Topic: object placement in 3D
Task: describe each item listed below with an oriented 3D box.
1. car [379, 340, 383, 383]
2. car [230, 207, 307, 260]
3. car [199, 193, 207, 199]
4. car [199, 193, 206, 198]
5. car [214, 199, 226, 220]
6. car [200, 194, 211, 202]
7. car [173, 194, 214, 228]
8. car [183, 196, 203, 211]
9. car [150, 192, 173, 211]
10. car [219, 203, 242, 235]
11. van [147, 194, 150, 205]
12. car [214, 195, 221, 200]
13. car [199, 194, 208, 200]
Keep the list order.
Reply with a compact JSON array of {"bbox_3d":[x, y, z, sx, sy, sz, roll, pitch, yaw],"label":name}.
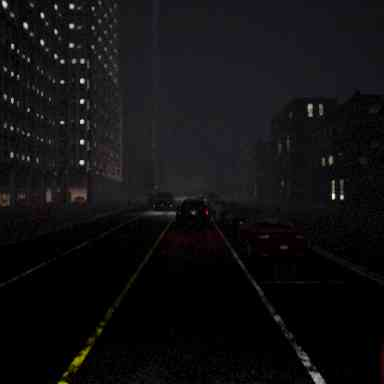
[{"bbox_3d":[2.706,1.310,0.918,2.192,1.841,5.009,1,0,0],"label":"car"},{"bbox_3d":[2.703,1.479,12.012,1.887,1.381,4.507,1,0,0],"label":"car"},{"bbox_3d":[2.709,1.064,82.891,2.008,1.369,4.403,1,0,0],"label":"car"},{"bbox_3d":[2.833,1.026,93.843,1.802,1.307,4.206,1,0,0],"label":"car"},{"bbox_3d":[2.704,1.437,23.102,1.947,1.339,4.313,1,0,0],"label":"car"},{"bbox_3d":[2.708,1.182,66.458,1.947,1.339,4.313,1,0,0],"label":"car"},{"bbox_3d":[0.100,1.234,21.510,2.097,1.767,4.553,0,1,0],"label":"car"},{"bbox_3d":[0.102,1.274,38.234,2.128,1.511,4.902,0,0,0],"label":"car"},{"bbox_3d":[-3.091,1.008,37.699,2.150,2.045,5.566,0,0,0],"label":"car"},{"bbox_3d":[2.704,1.469,17.558,1.947,1.339,4.313,1,0,0],"label":"car"},{"bbox_3d":[-5.670,1.057,50.022,1.690,1.788,3.998,1,0,0],"label":"van"},{"bbox_3d":[2.706,1.336,33.762,1.752,1.417,4.829,1,0,0],"label":"car"},{"bbox_3d":[2.708,1.113,77.413,1.947,1.339,4.313,1,0,0],"label":"car"}]
